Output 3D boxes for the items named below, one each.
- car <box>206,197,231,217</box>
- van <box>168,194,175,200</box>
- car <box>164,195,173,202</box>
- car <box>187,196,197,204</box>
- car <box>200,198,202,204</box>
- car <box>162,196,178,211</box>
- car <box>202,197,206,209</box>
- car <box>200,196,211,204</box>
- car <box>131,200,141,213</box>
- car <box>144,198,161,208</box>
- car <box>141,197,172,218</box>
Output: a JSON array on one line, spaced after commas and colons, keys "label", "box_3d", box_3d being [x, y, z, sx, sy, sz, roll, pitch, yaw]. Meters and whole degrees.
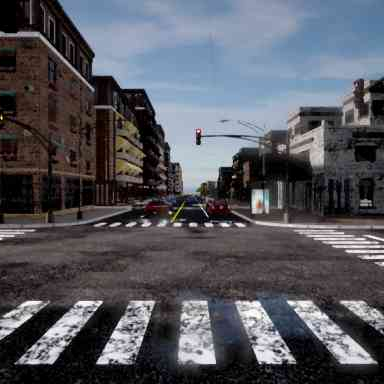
[{"label": "car", "box_3d": [2.625, 1.446, 31.849, 1.967, 1.590, 4.097, 0, 0, 0]}, {"label": "van", "box_3d": [-5.873, 1.430, 94.485, 1.690, 1.788, 3.998, -1, 0, 0]}, {"label": "car", "box_3d": [-5.850, 1.592, 82.921, 1.752, 1.417, 4.829, -1, 0, 0]}, {"label": "car", "box_3d": [-0.023, 1.588, 66.381, 2.033, 1.411, 5.357, 0, 0, 0]}, {"label": "car", "box_3d": [2.594, 1.571, 48.940, 2.008, 1.369, 4.403, 0, 0, 0]}, {"label": "car", "box_3d": [-3.170, 1.560, 40.965, 2.033, 1.411, 5.357, 0, 0, 0]}, {"label": "car", "box_3d": [2.605, 1.597, 43.243, 1.802, 1.307, 4.206, 0, 0, 0]}, {"label": "car", "box_3d": [2.563, 1.591, 66.030, 2.008, 1.369, 4.403, -1, 0, 0]}, {"label": "car", "box_3d": [-5.765, 1.561, 37.518, 2.008, 1.369, 4.403, 0, 0, 0]}, {"label": "car", "box_3d": [-5.786, 1.571, 48.912, 2.008, 1.369, 4.403, 0, 0, 0]}, {"label": "car", "box_3d": [-3.154, 1.483, 30.634, 1.882, 1.535, 5.008, 0, 0, 0]}]
